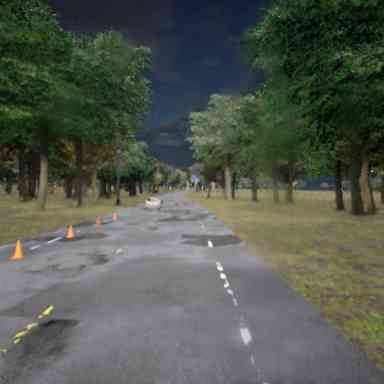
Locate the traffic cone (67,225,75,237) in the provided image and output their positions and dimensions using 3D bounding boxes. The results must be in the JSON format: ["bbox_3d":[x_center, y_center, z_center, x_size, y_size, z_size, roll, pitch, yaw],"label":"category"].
[{"bbox_3d":[-5.910,1.890,16.223,0.340,0.580,0.340,0,0,-1],"label":"traffic cone"}]

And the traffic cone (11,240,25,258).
[{"bbox_3d":[-5.855,1.909,11.234,0.340,0.580,0.340,0,0,-1],"label":"traffic cone"}]

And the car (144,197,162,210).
[{"bbox_3d":[-4.855,1.381,40.538,1.812,1.442,4.674,0,0,-8],"label":"car"}]
